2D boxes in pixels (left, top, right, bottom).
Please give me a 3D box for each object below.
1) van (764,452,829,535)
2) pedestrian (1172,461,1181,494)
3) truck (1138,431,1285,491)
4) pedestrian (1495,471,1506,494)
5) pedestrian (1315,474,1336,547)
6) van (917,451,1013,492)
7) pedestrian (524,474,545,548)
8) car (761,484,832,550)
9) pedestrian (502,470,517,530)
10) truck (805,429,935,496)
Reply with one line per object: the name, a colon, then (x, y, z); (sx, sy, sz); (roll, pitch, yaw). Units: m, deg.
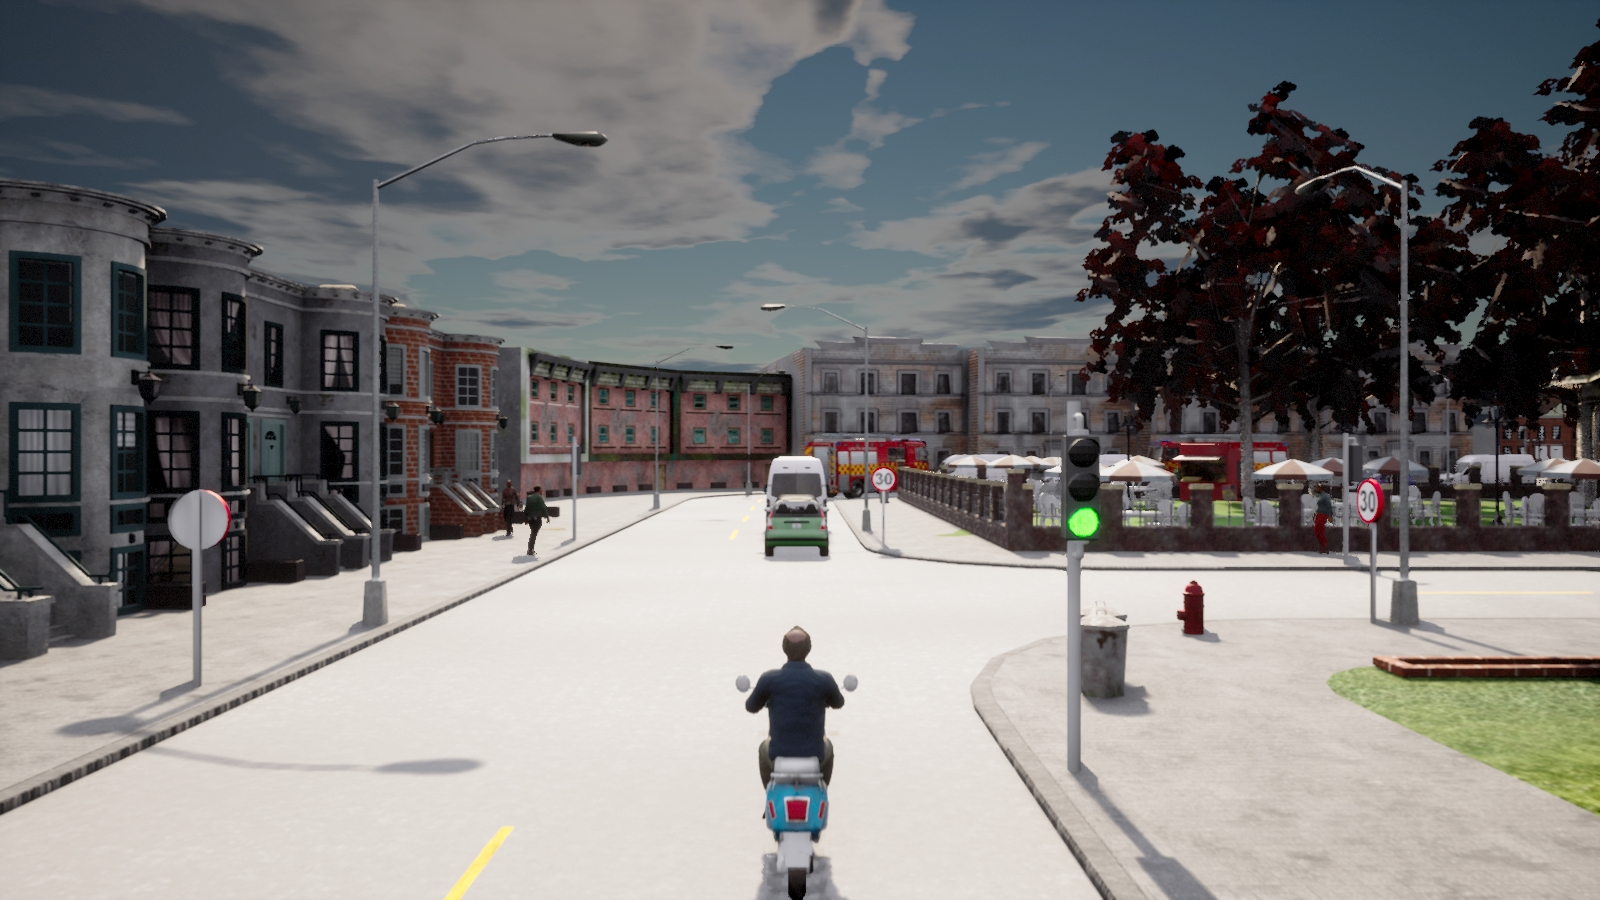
van: (-0.119, 1.343, 38.418); (1.988, 2.561, 5.915); (0, 0, 0)
pedestrian: (21.426, 1.569, 65.047); (0.375, 1.860, 0.375); (0, 0, 0)
truck: (26.572, 0.723, 74.081); (8.468, 3.827, 2.891); (0, 0, 0)
pedestrian: (39.898, 1.852, 65.099); (0.375, 1.300, 0.375); (0, 0, 0)
pedestrian: (13.505, 1.538, 29.371); (0.375, 1.860, 0.375); (0, 0, 1)
van: (10.602, 1.367, 73.764); (5.915, 2.561, 1.988); (0, 0, 0)
pedestrian: (-6.747, 1.546, 29.064); (0.375, 1.860, 0.375); (0, 0, 26)
car: (-0.095, 1.803, 31.716); (1.851, 1.617, 3.988); (0, 0, 0)
pedestrian: (-9.091, 1.550, 35.786); (0.375, 1.860, 0.375); (0, 0, 3)
truck: (4.344, 0.722, 69.569); (8.468, 3.827, 2.891); (0, 0, -43)
